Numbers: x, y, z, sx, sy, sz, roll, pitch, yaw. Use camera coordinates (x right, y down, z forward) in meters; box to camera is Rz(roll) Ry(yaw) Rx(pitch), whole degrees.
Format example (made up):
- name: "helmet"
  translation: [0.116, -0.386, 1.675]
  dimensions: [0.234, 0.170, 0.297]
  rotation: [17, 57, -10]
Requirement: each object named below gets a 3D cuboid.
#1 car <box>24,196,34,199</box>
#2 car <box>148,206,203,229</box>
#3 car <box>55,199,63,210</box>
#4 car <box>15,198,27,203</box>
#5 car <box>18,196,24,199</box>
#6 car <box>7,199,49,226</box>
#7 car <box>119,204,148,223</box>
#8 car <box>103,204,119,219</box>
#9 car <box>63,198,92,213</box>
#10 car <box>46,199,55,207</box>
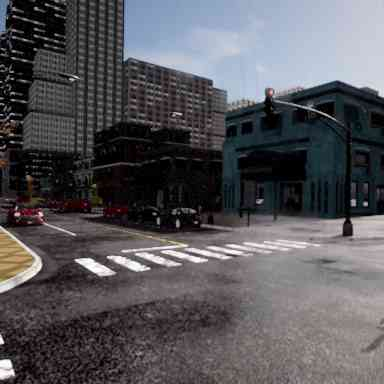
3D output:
- name: "car"
  translation: [-33.361, 1.981, 69.600]
  dimensions: [1.752, 1.417, 4.829]
  rotation: [1, -1, -35]
- name: "car"
  translation: [-0.982, 1.734, 23.090]
  dimensions: [2.008, 1.369, 4.403]
  rotation: [1, -1, -35]
- name: "car"
  translation: [-17.417, 1.760, 46.677]
  dimensions: [1.967, 1.590, 4.097]
  rotation: [1, -1, -35]
- name: "car"
  translation: [-42.748, 2.088, 83.149]
  dimensions: [2.008, 1.369, 4.403]
  rotation: [1, -1, -35]
- name: "car"
  translation: [-39.585, 1.824, 78.588]
  dimensions: [2.192, 1.841, 5.009]
  rotation: [1, -1, -35]
- name: "car"
  translation: [-11.806, 1.503, 23.549]
  dimensions: [1.967, 1.590, 4.097]
  rotation: [1, -1, -35]
- name: "car"
  translation: [-4.103, 1.775, 27.596]
  dimensions: [1.947, 1.339, 4.313]
  rotation: [1, -1, -35]
- name: "car"
  translation: [-7.225, 1.818, 32.100]
  dimensions: [1.802, 1.307, 4.206]
  rotation: [1, -1, -35]
- name: "car"
  translation: [-14.227, 1.608, 42.134]
  dimensions: [2.192, 1.841, 5.009]
  rotation: [1, -1, -35]
- name: "car"
  translation: [-23.780, 1.813, 55.772]
  dimensions: [1.967, 1.590, 4.097]
  rotation: [1, -1, -35]
